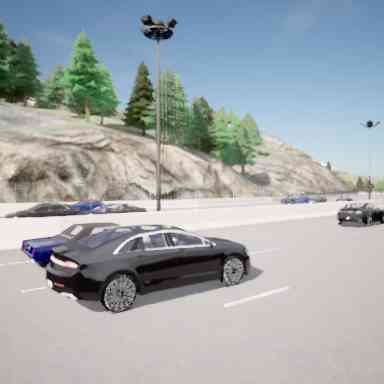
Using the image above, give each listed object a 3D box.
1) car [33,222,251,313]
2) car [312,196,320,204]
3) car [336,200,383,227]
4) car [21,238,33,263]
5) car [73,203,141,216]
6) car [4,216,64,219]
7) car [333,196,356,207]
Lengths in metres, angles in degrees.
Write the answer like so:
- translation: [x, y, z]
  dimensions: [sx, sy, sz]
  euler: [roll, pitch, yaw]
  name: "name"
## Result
- translation: [-0.731, 1.493, 7.697]
  dimensions: [4.902, 1.511, 2.128]
  euler: [0, 0, -37]
  name: "car"
- translation: [19.811, 1.410, 52.163]
  dimensions: [2.128, 1.511, 4.902]
  euler: [0, 0, 39]
  name: "car"
- translation: [11.612, 1.446, 22.580]
  dimensions: [4.902, 1.511, 2.128]
  euler: [0, 0, -43]
  name: "car"
- translation: [-2.668, 1.609, 10.589]
  dimensions: [4.718, 1.301, 1.895]
  euler: [0, 0, -37]
  name: "car"
- translation: [-5.326, 1.506, 22.087]
  dimensions: [4.902, 1.511, 2.128]
  euler: [0, 0, -39]
  name: "car"
- translation: [-10.101, 1.536, 22.798]
  dimensions: [4.892, 1.490, 1.837]
  euler: [0, 0, -38]
  name: "car"
- translation: [23.452, 1.397, 51.122]
  dimensions: [2.128, 1.511, 4.902]
  euler: [0, 0, 39]
  name: "car"
